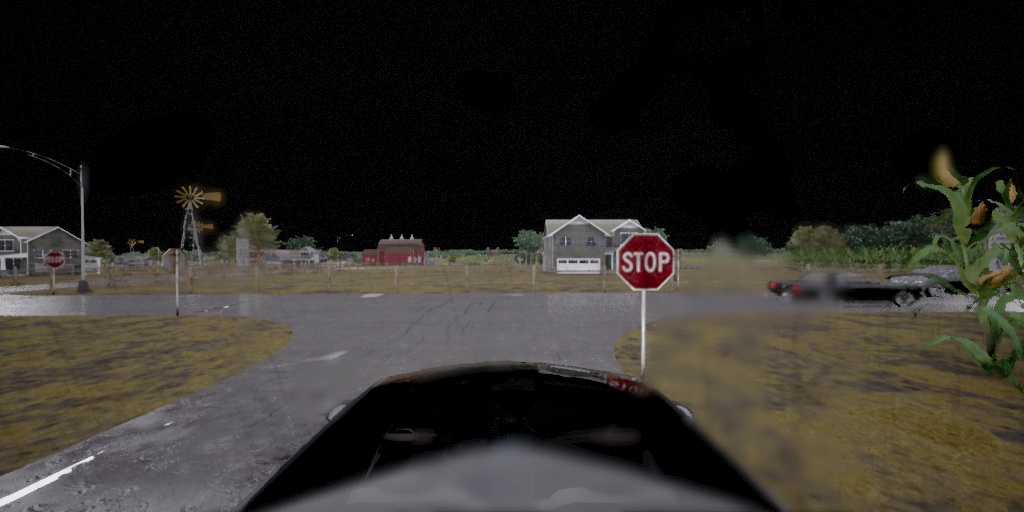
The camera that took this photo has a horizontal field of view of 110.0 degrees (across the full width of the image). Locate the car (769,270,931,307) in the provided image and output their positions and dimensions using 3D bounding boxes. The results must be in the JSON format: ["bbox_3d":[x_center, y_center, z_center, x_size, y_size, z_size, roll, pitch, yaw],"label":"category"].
[{"bbox_3d":[13.445,1.323,14.590,4.718,1.301,1.895,0,0,2],"label":"car"}]

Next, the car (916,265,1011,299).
[{"bbox_3d":[20.918,1.201,17.344,4.902,1.511,2.128,0,0,0],"label":"car"}]
